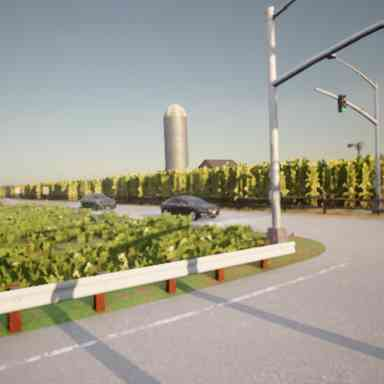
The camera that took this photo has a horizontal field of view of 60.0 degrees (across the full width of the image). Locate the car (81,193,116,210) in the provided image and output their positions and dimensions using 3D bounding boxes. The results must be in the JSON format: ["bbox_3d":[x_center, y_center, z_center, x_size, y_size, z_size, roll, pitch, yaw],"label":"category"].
[{"bbox_3d":[-9.400,0.947,33.181,2.097,1.767,4.553,-4,2,-40],"label":"car"}]

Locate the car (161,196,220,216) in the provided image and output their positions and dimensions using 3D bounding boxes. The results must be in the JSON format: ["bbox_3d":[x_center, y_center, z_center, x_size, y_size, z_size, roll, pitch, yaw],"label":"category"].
[{"bbox_3d":[-0.234,1.042,22.368,1.837,1.490,4.892,-4,2,-40],"label":"car"}]
